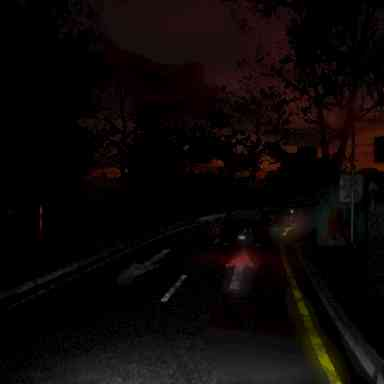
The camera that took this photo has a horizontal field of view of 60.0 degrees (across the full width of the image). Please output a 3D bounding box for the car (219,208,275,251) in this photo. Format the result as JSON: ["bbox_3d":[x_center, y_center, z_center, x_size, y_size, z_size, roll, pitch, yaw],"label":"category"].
[{"bbox_3d":[2.398,1.397,14.008,1.882,1.535,5.008,1,1,15],"label":"car"}]

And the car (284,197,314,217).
[{"bbox_3d":[9.027,1.139,26.618,1.837,1.490,4.892,2,2,41],"label":"car"}]
